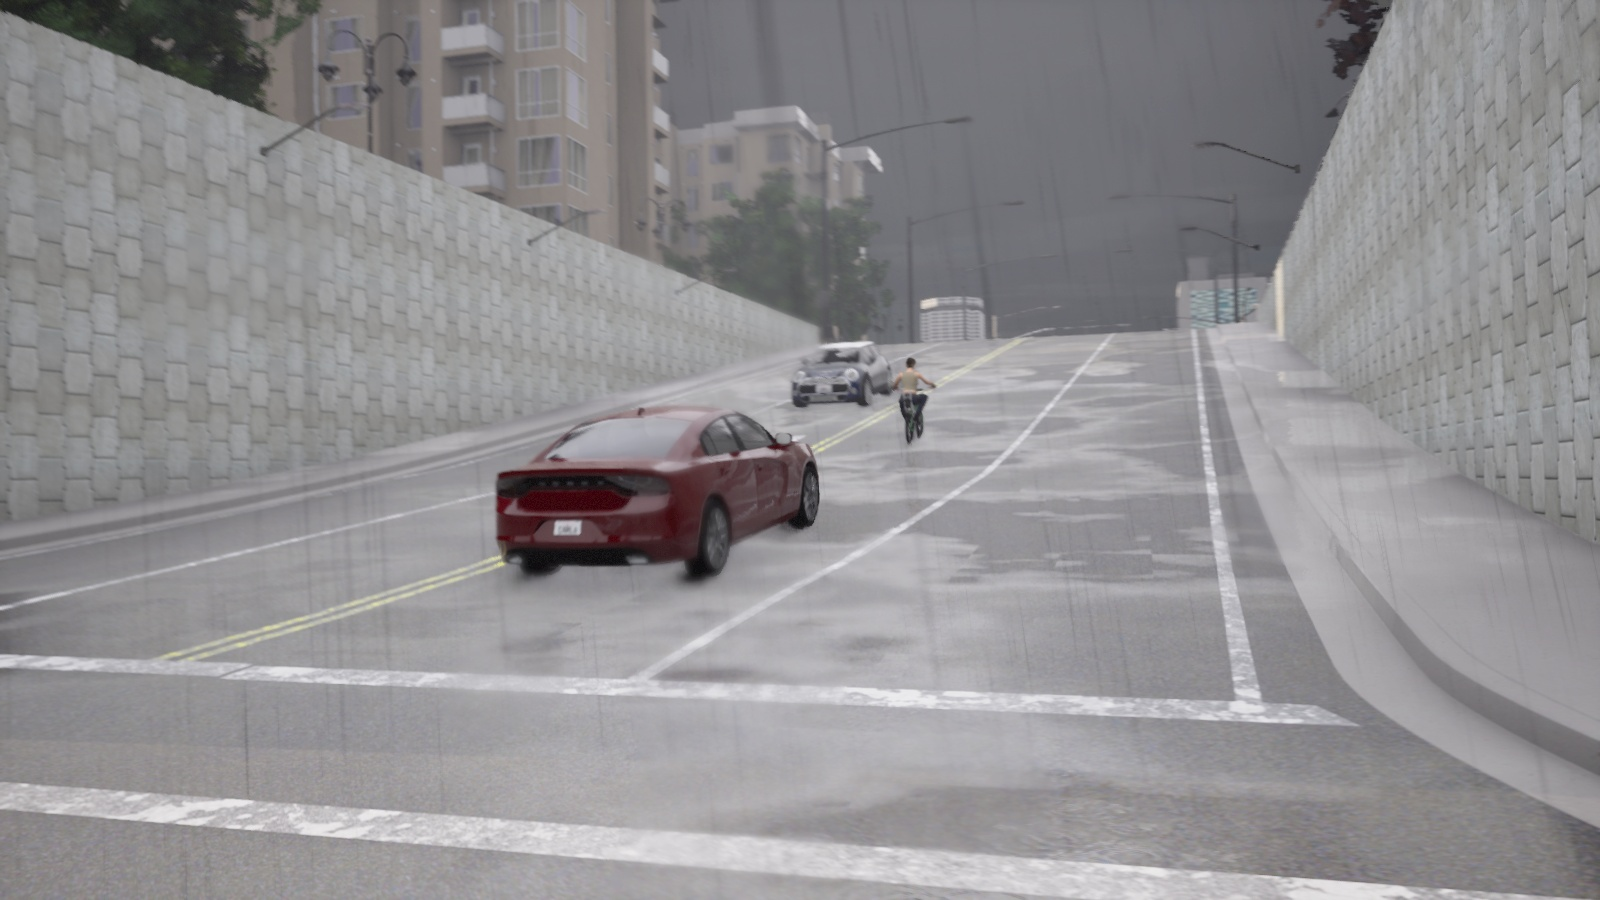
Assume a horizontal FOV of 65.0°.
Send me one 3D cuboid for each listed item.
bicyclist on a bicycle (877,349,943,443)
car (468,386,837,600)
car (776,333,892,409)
[{"bbox_3d":[2.111,-1.048,23.966,0.866,1.612,1.509,-2,7,17],"label":"bicyclist on a bicycle"},{"bbox_3d":[-1.213,0.273,13.027,1.882,1.535,5.008,-2,5,17],"label":"car"},{"bbox_3d":[0.954,-2.077,32.314,1.970,1.475,3.806,-2,8,17],"label":"car"}]
